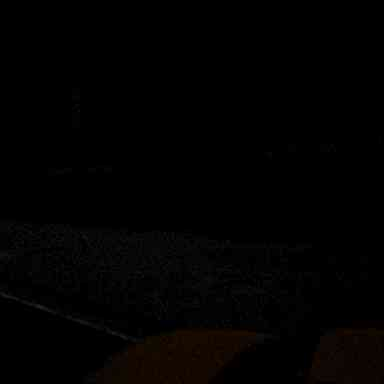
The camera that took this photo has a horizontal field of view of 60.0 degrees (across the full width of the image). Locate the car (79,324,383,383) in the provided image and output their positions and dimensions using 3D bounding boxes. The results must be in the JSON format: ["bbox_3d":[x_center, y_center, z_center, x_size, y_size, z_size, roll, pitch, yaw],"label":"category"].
[{"bbox_3d":[1.184,1.527,2.115,4.829,1.417,1.752,-1,0,35],"label":"car"}]
